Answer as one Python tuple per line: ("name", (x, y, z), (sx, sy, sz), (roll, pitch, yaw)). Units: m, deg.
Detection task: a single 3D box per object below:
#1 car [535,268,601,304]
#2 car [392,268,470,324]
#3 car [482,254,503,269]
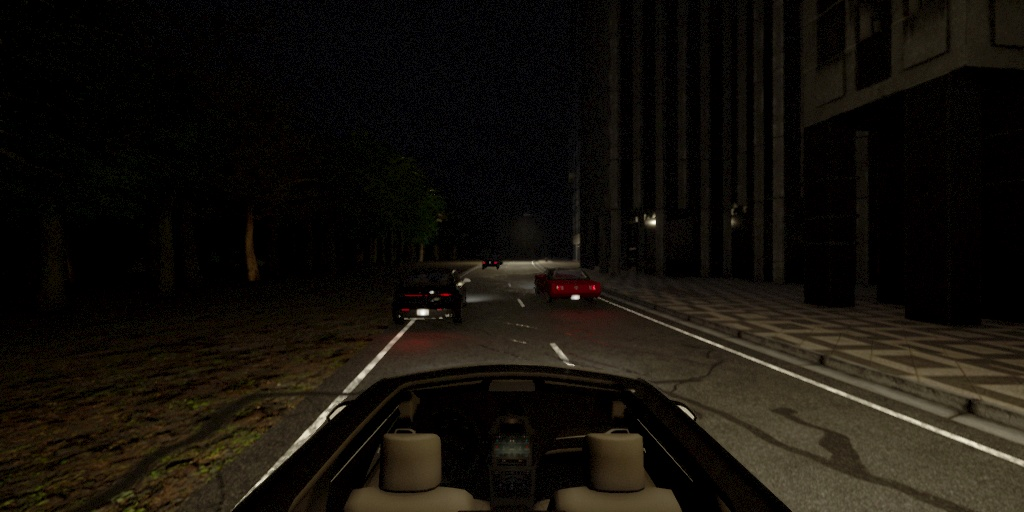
("car", (2.145, 1.162, 15.219), (1.895, 1.301, 4.718), (0, 1, -4))
("car", (-2.429, 1.127, 11.375), (1.837, 1.490, 4.892), (0, 1, -5))
("car", (-2.313, 0.703, 40.295), (2.033, 1.411, 5.357), (0, 1, 0))
